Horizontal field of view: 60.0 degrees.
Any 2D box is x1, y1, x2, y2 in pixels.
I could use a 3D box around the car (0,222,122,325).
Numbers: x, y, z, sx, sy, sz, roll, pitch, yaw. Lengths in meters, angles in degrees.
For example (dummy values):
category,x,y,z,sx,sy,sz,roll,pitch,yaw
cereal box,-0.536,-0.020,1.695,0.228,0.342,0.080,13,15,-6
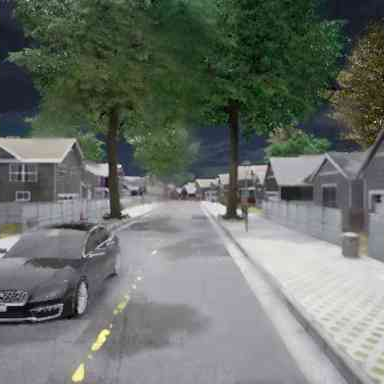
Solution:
category,x,y,z,sx,sy,sz,roll,pitch,yaw
car,-2.846,1.492,7.380,1.837,1.490,4.892,0,0,0
